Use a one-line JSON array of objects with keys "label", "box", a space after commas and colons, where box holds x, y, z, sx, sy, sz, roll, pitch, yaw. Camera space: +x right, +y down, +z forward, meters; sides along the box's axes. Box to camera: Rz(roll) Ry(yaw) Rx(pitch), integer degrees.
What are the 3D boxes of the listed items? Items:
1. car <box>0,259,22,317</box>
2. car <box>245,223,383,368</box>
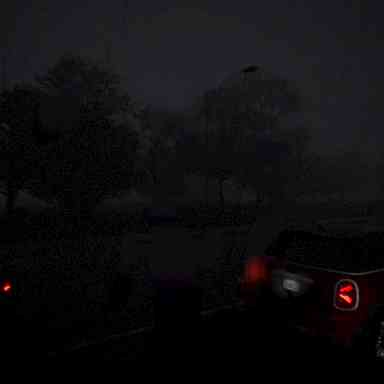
[{"label": "car", "box": [-5.345, 1.548, 4.478, 5.357, 1.411, 2.033, 0, 0, -35]}, {"label": "car", "box": [3.150, 1.350, 5.987, 4.553, 1.767, 2.097, 0, 0, -35]}]
